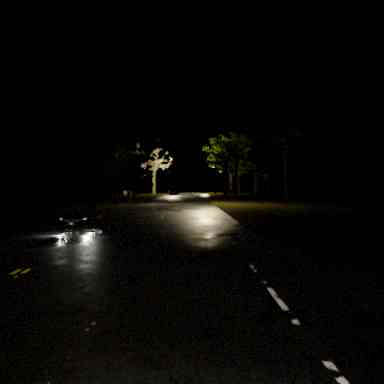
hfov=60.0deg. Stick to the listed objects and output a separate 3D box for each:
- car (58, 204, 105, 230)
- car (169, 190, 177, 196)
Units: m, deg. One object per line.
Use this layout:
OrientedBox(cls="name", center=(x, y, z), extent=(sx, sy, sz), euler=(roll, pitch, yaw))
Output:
OrientedBox(cls="car", center=(-6.877, 1.525, 21.224), extent=(1.812, 1.442, 4.674), euler=(0, 0, 0))
OrientedBox(cls="car", center=(-5.422, 0.366, 95.175), extent=(2.097, 1.767, 4.553), euler=(0, 2, 2))
